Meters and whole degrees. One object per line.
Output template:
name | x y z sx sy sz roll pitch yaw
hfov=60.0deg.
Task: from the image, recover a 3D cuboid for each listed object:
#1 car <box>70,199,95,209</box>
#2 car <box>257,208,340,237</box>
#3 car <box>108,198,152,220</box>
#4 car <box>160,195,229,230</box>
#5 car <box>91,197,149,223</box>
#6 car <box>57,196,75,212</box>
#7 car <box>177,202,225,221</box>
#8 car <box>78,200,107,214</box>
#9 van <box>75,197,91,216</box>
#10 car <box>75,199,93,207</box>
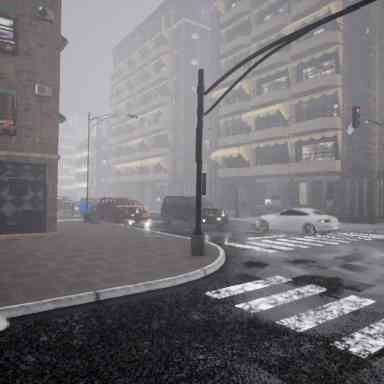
car | -16.545 1.752 50.122 2.033 1.411 5.357 1 -1 -35
car | 5.825 1.596 18.613 1.812 1.442 4.674 1 -1 -41
car | -5.596 1.410 29.647 2.097 1.767 4.553 1 -1 -35
car | -0.023 1.249 21.802 2.150 2.045 5.566 1 -1 -36
car | -5.615 1.309 25.412 2.192 1.841 5.009 1 -1 -35
car | -15.310 1.368 39.044 2.192 1.841 5.009 1 -1 -35
car | 0.703 1.685 30.116 1.752 1.417 4.829 1 -1 -35
car | -11.332 1.657 37.731 1.994 1.385 4.181 1 -1 -35
van | -8.848 1.354 29.956 1.690 1.788 3.998 1 -1 -35
car | -18.587 1.866 57.239 1.802 1.307 4.206 1 -1 -35
